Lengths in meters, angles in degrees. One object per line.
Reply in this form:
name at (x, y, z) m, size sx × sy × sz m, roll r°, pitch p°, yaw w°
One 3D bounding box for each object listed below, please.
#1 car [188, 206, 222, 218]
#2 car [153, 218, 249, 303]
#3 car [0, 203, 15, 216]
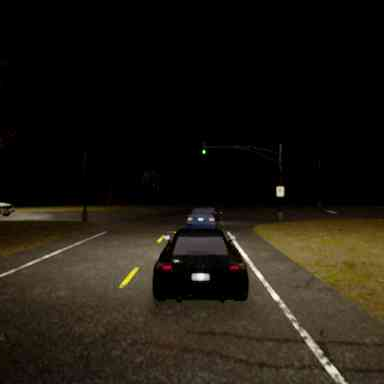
car at (0.867, 1.602, 21.222) m, size 2.033 × 1.411 × 5.357 m, roll 0°, pitch 0°, yaw 9°
car at (0.199, 1.587, 8.321) m, size 1.994 × 1.385 × 4.181 m, roll 0°, pitch 0°, yaw 1°
car at (-21.591, 1.602, 34.689) m, size 5.566 × 2.045 × 2.150 m, roll -1°, pitch 1°, yaw 3°
